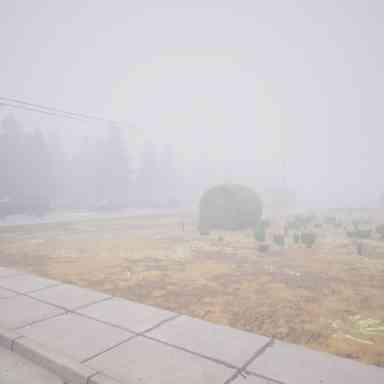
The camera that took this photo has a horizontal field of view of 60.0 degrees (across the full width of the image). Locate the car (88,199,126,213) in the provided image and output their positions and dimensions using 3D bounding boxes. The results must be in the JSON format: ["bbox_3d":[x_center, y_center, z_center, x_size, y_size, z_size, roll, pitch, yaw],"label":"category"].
[{"bbox_3d":[-9.552,1.552,37.751,1.812,1.442,4.674,0,0,37],"label":"car"}]

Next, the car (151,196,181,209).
[{"bbox_3d":[-3.586,1.379,45.829,2.097,1.767,4.553,0,0,37],"label":"car"}]

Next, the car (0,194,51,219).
[{"bbox_3d":[-15.500,1.248,29.703,2.150,2.045,5.566,0,0,36],"label":"car"}]
